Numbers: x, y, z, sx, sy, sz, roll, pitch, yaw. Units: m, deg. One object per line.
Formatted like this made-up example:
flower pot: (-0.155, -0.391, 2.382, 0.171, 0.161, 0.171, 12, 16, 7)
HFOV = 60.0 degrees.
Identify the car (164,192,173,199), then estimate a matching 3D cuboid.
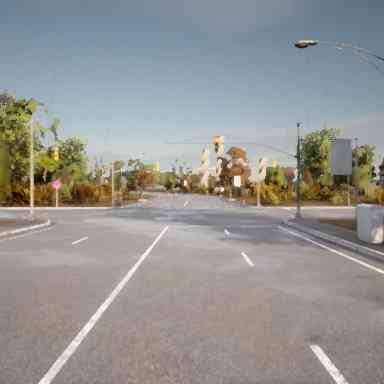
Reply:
car: (-6.078, 0.778, 87.826, 2.097, 1.767, 4.553, 0, 1, 0)
